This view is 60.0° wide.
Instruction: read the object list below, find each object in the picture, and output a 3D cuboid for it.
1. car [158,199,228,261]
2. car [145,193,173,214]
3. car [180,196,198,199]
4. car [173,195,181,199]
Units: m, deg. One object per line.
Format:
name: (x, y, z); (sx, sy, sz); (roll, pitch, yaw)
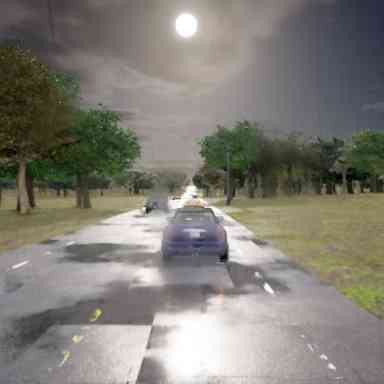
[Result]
car: (0.095, 1.320, 12.276); (2.097, 1.767, 4.553); (0, 0, 0)
car: (-3.581, 1.150, 35.248); (2.150, 2.045, 5.566); (0, 0, 0)
car: (0.108, 1.408, 30.098); (1.882, 1.535, 5.008); (0, 0, 0)
car: (-3.468, 1.272, 75.171); (2.033, 1.411, 5.357); (0, 0, 0)
